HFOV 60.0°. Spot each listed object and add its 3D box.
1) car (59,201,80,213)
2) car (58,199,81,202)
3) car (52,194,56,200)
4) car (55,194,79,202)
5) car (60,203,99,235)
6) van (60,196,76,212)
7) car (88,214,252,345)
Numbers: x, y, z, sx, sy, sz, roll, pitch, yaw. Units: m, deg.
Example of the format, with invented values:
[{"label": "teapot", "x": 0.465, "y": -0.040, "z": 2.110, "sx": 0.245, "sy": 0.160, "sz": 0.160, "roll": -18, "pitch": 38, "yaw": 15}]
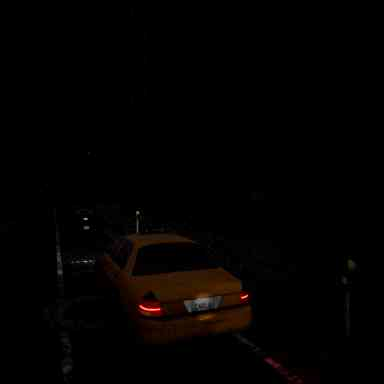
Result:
[{"label": "car", "x": -8.244, "y": 1.552, "z": 23.785, "sx": 2.008, "sy": 1.369, "sz": 4.403, "roll": 0, "pitch": 0, "yaw": -23}, {"label": "car", "x": -10.365, "y": 1.567, "z": 28.885, "sx": 1.947, "sy": 1.339, "sz": 4.313, "roll": 0, "pitch": 0, "yaw": -23}, {"label": "car", "x": -31.731, "y": 1.470, "z": 79.499, "sx": 1.967, "sy": 1.590, "sz": 4.097, "roll": 0, "pitch": 0, "yaw": -24}, {"label": "car", "x": -12.487, "y": 1.316, "z": 33.986, "sx": 2.192, "sy": 1.841, "sz": 5.009, "roll": 0, "pitch": 0, "yaw": -23}, {"label": "car", "x": -6.122, "y": 1.551, "z": 18.686, "sx": 2.008, "sy": 1.369, "sz": 4.403, "roll": 0, "pitch": 0, "yaw": -23}, {"label": "van", "x": -14.609, "y": 1.343, "z": 39.085, "sx": 1.690, "sy": 1.788, "sz": 3.998, "roll": 0, "pitch": 0, "yaw": -23}, {"label": "car", "x": -0.841, "y": 1.457, "z": 6.750, "sx": 1.801, "sy": 1.575, "sz": 5.366, "roll": 0, "pitch": 0, "yaw": -23}]
